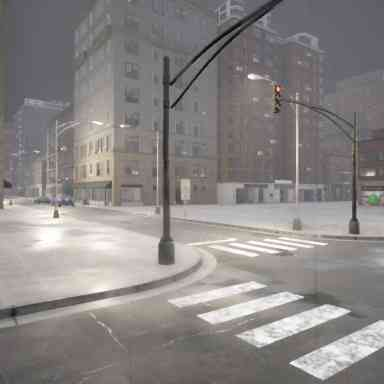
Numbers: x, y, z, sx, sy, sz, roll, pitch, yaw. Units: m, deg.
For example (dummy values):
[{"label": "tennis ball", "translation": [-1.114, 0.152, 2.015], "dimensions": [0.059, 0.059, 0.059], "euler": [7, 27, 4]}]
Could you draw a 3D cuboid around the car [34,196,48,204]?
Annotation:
[{"label": "car", "translation": [-25.380, 1.287, 56.348], "dimensions": [1.994, 1.385, 4.181], "euler": [0, 0, -36]}]

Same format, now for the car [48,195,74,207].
[{"label": "car", "translation": [-17.887, 1.132, 45.867], "dimensions": [2.097, 1.767, 4.553], "euler": [0, 0, -36]}]
